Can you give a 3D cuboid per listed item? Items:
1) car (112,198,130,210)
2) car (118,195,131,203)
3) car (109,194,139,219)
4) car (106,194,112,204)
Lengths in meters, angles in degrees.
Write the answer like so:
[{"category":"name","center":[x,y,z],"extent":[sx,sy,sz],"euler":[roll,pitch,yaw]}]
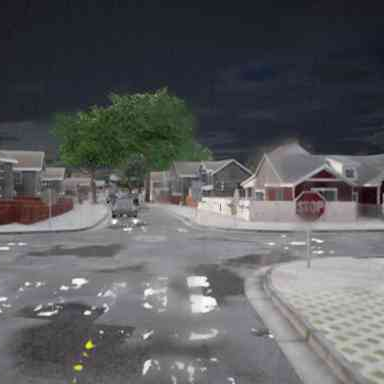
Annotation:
[{"category":"car","center":[-9.607,1.520,44.782],"extent":[2.033,1.411,5.357],"euler":[0,0,-16]},{"category":"car","center":[-13.422,1.432,66.343],"extent":[2.128,1.511,4.902],"euler":[0,0,-16]},{"category":"car","center":[-5.859,1.336,29.053],"extent":[2.097,1.767,4.553],"euler":[0,0,-11]},{"category":"car","center":[-14.353,1.122,59.983],"extent":[2.097,1.767,4.553],"euler":[0,0,-17]}]
